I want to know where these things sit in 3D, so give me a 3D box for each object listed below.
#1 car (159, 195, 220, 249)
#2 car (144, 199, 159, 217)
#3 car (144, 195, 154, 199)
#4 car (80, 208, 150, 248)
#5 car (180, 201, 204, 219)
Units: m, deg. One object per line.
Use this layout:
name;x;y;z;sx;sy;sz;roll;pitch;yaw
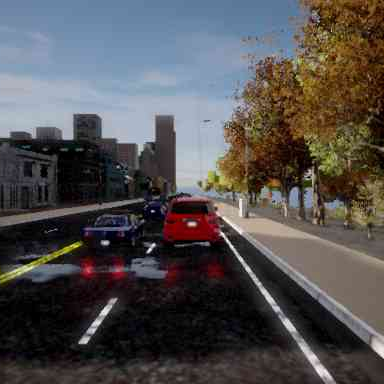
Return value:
car;0.000;1.252;14.680;2.150;2.045;5.566;0;0;0
car;-3.250;1.564;29.652;1.994;1.385;4.181;0;0;0
car;-9.750;1.419;75.927;1.882;1.535;5.008;0;0;0
car;-3.249;1.611;14.681;1.895;1.301;4.718;0;0;0
car;0.000;1.564;29.652;1.994;1.385;4.181;0;0;0
